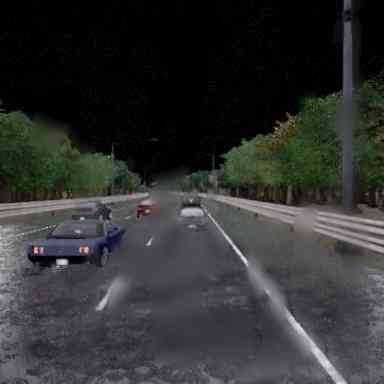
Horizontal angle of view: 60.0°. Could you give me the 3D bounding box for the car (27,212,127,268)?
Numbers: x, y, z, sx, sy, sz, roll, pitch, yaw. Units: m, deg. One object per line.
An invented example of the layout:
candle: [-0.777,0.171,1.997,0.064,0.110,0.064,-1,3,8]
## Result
car: [-3.451,1.564,11.049,1.895,1.301,4.718,0,0,0]

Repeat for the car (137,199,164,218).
car: [-3.544,1.375,28.957,1.882,1.535,5.008,0,0,0]

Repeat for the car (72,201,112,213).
car: [-7.017,1.429,23.681,1.837,1.490,4.892,0,0,0]

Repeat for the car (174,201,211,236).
car: [0.012,1.455,17.941,1.812,1.442,4.674,0,0,0]

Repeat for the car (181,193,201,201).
car: [-0.106,1.076,38.800,2.150,2.045,5.566,0,0,0]
